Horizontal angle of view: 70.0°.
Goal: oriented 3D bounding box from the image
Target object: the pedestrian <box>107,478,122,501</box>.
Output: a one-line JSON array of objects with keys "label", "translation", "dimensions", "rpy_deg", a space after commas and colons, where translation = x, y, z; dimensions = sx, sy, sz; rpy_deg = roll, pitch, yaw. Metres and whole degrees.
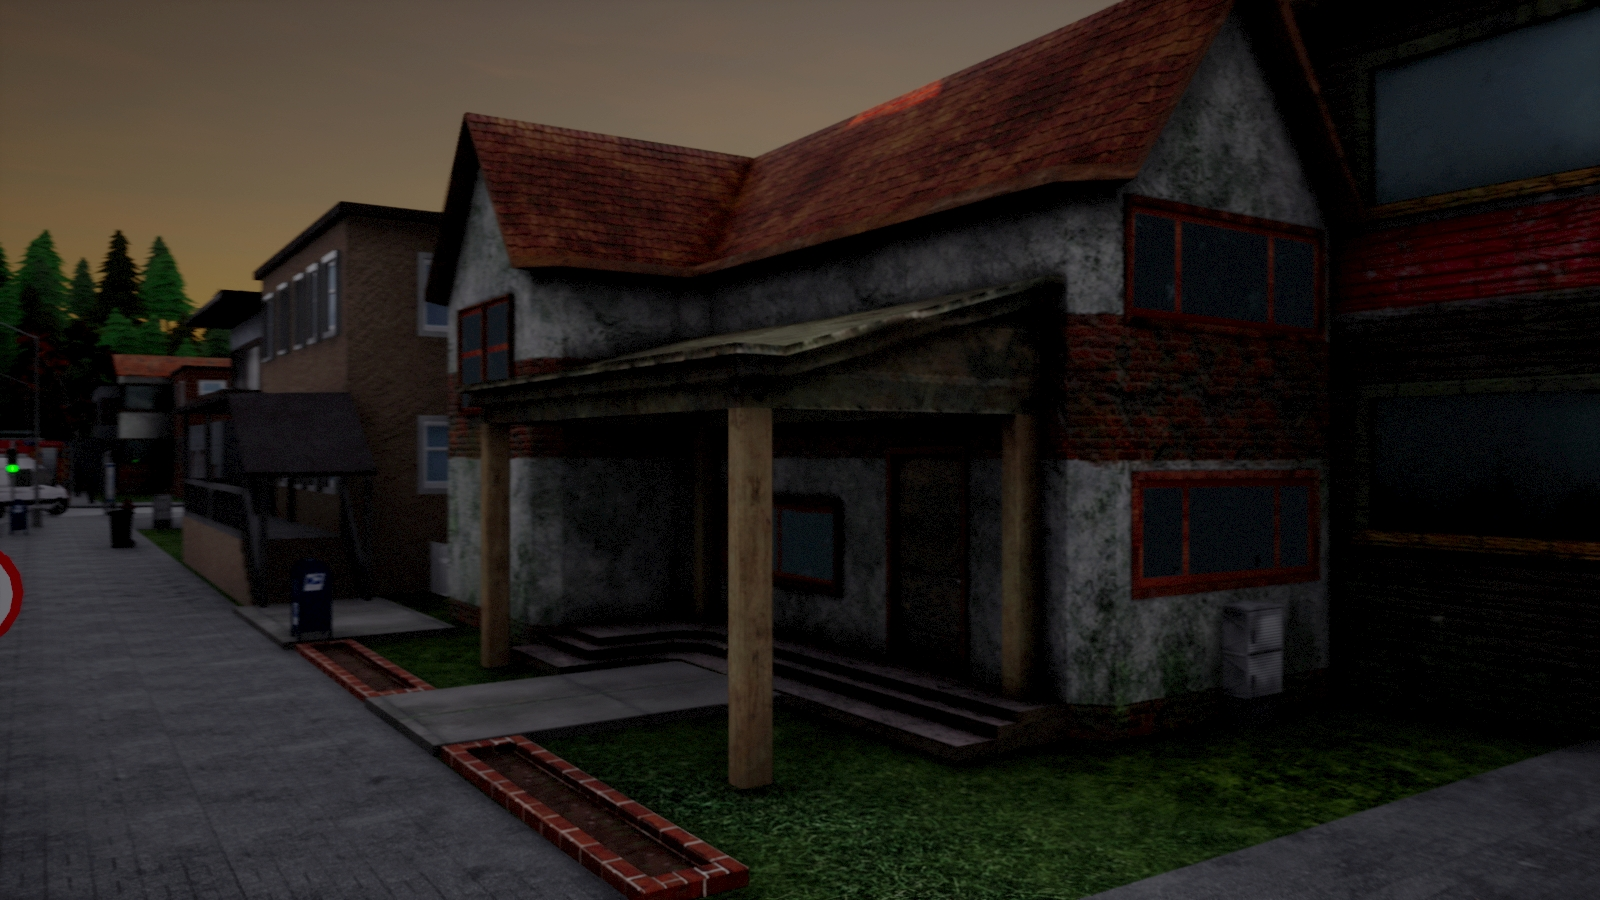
[{"label": "pedestrian", "translation": [-34.752, 2.002, 57.940], "dimensions": [0.500, 1.100, 0.500], "rpy_deg": [0, 0, 32]}]

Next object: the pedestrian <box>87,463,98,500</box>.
[{"label": "pedestrian", "translation": [-36.468, 1.624, 58.881], "dimensions": [0.375, 1.860, 0.375], "rpy_deg": [0, 0, 30]}]

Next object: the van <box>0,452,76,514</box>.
[{"label": "van", "translation": [-33.886, 1.406, 48.775], "dimensions": [1.988, 2.561, 5.915], "rpy_deg": [-2, 0, 2]}]

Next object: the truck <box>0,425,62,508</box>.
[{"label": "truck", "translation": [-40.234, 0.773, 54.359], "dimensions": [8.468, 3.827, 2.891], "rpy_deg": [0, 0, 2]}]
